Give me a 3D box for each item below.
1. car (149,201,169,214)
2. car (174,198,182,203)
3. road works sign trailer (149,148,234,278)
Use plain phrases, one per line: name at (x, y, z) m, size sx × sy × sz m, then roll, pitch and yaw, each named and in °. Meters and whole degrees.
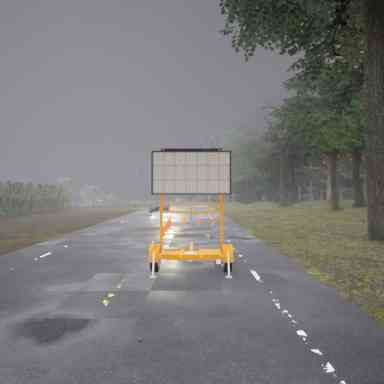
car at (-3.664, 1.701, 37.665) m, size 1.994 × 1.385 × 4.181 m, roll 0°, pitch 0°, yaw 0°
car at (-3.653, 2.314, 89.353) m, size 2.128 × 1.511 × 4.902 m, roll 0°, pitch -1°, yaw 0°
road works sign trailer at (-0.016, 0.480, 10.154) m, size 2.380 × 3.560 × 2.880 m, roll 0°, pitch 0°, yaw 0°
